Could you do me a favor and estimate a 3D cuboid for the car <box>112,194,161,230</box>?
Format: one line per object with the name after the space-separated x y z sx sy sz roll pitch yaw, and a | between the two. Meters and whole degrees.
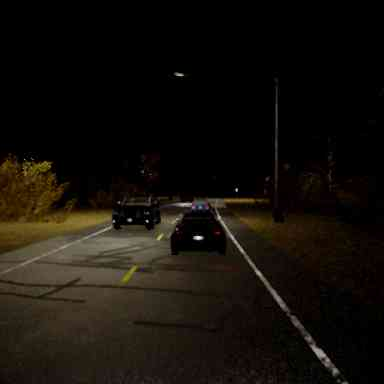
-3.263 1.139 20.619 2.150 2.045 5.566 0 0 2 | car

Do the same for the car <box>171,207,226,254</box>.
0.257 1.515 13.250 1.994 1.385 4.181 0 0 1 | car

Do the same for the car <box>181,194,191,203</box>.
-0.914 1.214 60.862 2.128 1.511 4.902 0 0 5 | car

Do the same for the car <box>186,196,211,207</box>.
0.862 1.423 32.016 2.033 1.411 5.357 0 0 3 | car
